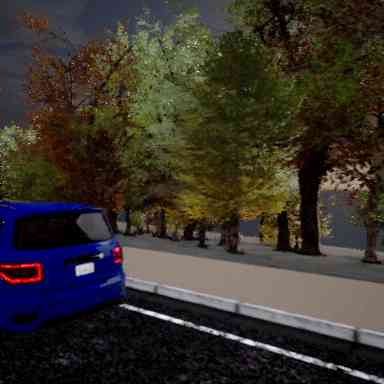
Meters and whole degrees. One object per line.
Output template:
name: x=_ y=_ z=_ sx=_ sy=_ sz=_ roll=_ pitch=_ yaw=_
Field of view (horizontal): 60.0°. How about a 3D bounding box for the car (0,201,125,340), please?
car: x=-3.717 y=1.187 z=6.333 sx=5.566 sy=2.045 sz=2.150 roll=0 pitch=0 yaw=36
